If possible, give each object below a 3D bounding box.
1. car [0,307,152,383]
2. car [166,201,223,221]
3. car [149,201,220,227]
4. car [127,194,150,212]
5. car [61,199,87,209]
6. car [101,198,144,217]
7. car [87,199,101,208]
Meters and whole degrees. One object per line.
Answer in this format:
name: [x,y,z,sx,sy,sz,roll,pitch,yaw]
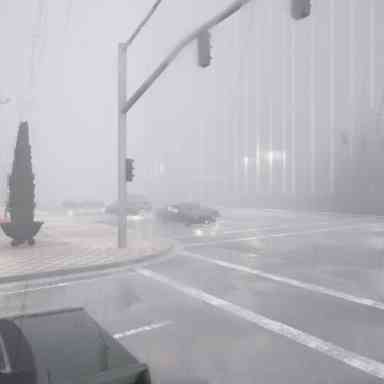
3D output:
car: [-2.725,1.601,2.049,4.718,1.301,1.895,0,0,-35]
car: [0.068,1.547,28.362,2.033,1.411,5.357,0,0,-36]
car: [-0.635,1.547,23.361,2.033,1.411,5.357,0,0,-36]
car: [-6.530,1.220,37.496,2.150,2.045,5.566,0,0,-36]
car: [-16.163,1.601,44.901,1.895,1.301,4.718,0,0,-35]
car: [-6.685,1.564,31.729,1.994,1.385,4.181,0,0,-36]
car: [-14.348,1.601,48.386,1.895,1.301,4.718,0,0,-35]
